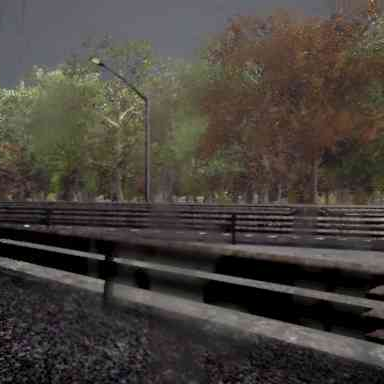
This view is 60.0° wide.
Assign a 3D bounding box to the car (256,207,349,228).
[{"bbox_3d":[6.049,1.588,18.551,4.892,1.490,1.837,0,0,19],"label":"car"}]
